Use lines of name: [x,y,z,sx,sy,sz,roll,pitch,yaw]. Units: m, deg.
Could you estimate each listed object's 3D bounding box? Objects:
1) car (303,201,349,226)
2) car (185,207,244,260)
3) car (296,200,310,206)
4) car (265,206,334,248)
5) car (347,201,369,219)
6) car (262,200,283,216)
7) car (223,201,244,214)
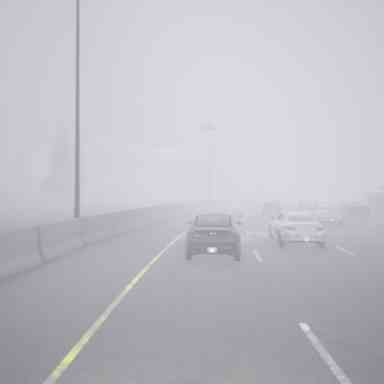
car: [9.522,1.591,23.959,1.812,1.442,4.674,0,0,10]
car: [0.847,1.528,12.626,1.837,1.490,4.892,0,0,5]
car: [13.708,1.650,40.490,2.033,1.411,5.357,0,0,18]
car: [4.607,1.563,14.959,1.812,1.442,4.674,0,0,6]
car: [14.390,1.565,29.913,1.882,1.535,5.008,0,0,13]
car: [8.217,1.569,34.044,2.128,1.511,4.902,0,0,14]
car: [3.783,1.586,30.706,1.812,1.442,4.674,0,0,13]
